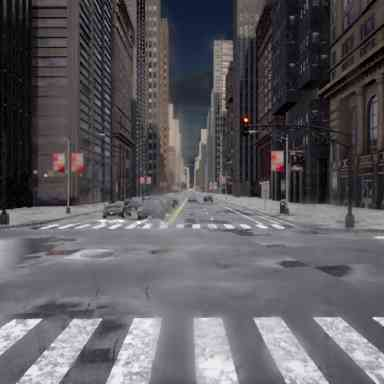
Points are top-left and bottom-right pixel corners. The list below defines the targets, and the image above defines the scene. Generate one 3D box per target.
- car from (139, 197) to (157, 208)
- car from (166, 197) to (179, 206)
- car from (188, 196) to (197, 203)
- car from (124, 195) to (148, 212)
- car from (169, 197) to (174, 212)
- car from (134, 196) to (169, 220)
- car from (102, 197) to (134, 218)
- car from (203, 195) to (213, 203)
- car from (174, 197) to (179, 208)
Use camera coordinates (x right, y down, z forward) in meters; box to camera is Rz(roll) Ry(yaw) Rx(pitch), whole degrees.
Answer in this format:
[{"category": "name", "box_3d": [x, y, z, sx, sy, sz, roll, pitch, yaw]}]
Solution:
[{"category": "car", "box_3d": [-6.581, 1.509, 50.090, 2.033, 1.411, 5.357, 0, 0, 0]}, {"category": "car", "box_3d": [-3.305, 1.552, 56.562, 1.895, 1.301, 4.718, 0, 0, 0]}, {"category": "car", "box_3d": [0.110, 1.468, 69.876, 2.033, 1.411, 5.357, 0, 0, 0]}, {"category": "car", "box_3d": [-6.591, 1.326, 39.793, 2.097, 1.767, 4.553, 0, 0, 0]}, {"category": "car", "box_3d": [-3.346, 1.502, 36.521, 1.812, 1.442, 4.674, 0, 0, 0]}, {"category": "car", "box_3d": [-3.286, 1.337, 27.737, 2.097, 1.767, 4.553, 0, 0, -2]}, {"category": "car", "box_3d": [-6.596, 1.488, 29.639, 1.837, 1.490, 4.892, 0, 0, 0]}, {"category": "car", "box_3d": [3.360, 1.425, 69.964, 1.837, 1.490, 4.892, 0, 0, 0]}, {"category": "car", "box_3d": [-3.332, 1.530, 46.545, 1.994, 1.385, 4.181, 0, 0, 0]}]
